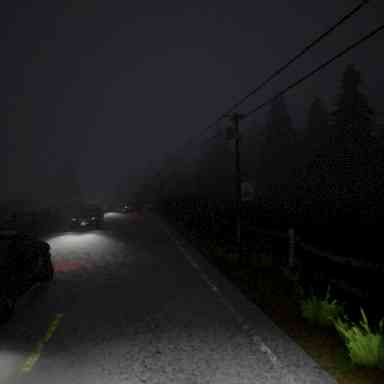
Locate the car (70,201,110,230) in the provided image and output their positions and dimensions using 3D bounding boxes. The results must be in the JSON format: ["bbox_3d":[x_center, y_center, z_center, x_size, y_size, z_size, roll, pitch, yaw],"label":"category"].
[{"bbox_3d":[-7.062,1.673,22.727,2.128,1.511,4.902,-2,0,-10],"label":"car"}]

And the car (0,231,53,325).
[{"bbox_3d":[-4.430,1.648,7.299,1.812,1.442,4.674,-2,0,-9],"label":"car"}]

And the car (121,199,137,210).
[{"bbox_3d":[-9.353,1.765,49.127,2.033,1.411,5.357,-2,0,-15],"label":"car"}]

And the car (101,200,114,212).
[{"bbox_3d":[-11.171,1.775,43.214,2.128,1.511,4.902,-2,0,-14],"label":"car"}]

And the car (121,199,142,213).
[{"bbox_3d":[-6.890,1.648,39.016,2.128,1.511,4.902,-2,0,-12],"label":"car"}]
